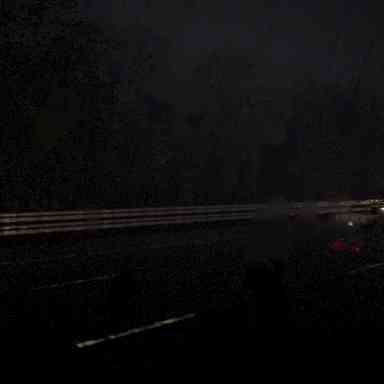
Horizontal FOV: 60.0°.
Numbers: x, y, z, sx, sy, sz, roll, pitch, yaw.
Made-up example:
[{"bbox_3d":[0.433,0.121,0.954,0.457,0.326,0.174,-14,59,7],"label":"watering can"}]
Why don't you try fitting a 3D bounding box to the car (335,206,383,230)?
[{"bbox_3d":[10.785,1.498,20.078,4.718,1.301,1.895,0,0,-35],"label":"car"}]
